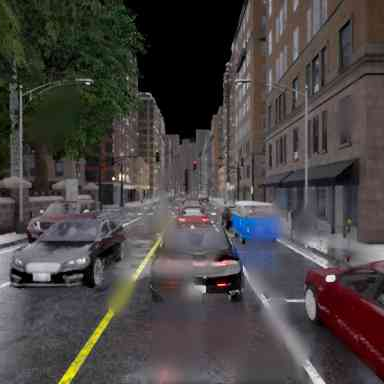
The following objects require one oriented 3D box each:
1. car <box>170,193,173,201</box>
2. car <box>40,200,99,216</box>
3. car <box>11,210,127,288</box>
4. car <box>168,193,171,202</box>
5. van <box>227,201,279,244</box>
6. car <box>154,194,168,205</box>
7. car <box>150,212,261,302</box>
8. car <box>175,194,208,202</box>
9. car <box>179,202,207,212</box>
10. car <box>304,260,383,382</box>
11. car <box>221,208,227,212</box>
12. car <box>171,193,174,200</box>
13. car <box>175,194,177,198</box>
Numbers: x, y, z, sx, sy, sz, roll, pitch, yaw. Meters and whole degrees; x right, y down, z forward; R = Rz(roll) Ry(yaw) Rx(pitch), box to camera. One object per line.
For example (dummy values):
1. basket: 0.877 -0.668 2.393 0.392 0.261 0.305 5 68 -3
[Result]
1. car: -5.690 1.481 70.104 1.887 1.381 4.507 0 0 0
2. car: -5.674 1.307 15.514 2.192 1.841 5.009 0 0 0
3. car: -3.097 1.488 9.310 2.128 1.511 4.902 0 0 0
4. car: -5.688 1.491 64.653 2.008 1.369 4.403 0 0 0
5. van: 2.851 1.333 15.556 1.690 1.788 3.998 0 0 0
6. car: -5.687 1.470 59.033 1.752 1.417 4.829 0 0 0
7. car: 0.098 1.488 8.245 2.128 1.511 4.902 0 0 0
8. car: 0.040 1.333 27.464 2.097 1.767 4.553 0 0 2
9. car: 0.098 1.516 18.507 1.812 1.442 4.674 0 0 0
10. car: 2.854 1.543 4.236 1.887 1.381 4.507 0 0 0
11. car: 2.850 1.554 21.217 1.947 1.339 4.313 0 0 0
12. car: -5.692 1.478 75.555 1.887 1.381 4.507 0 0 0
13. car: -5.695 1.481 86.457 2.008 1.369 4.403 0 0 0
